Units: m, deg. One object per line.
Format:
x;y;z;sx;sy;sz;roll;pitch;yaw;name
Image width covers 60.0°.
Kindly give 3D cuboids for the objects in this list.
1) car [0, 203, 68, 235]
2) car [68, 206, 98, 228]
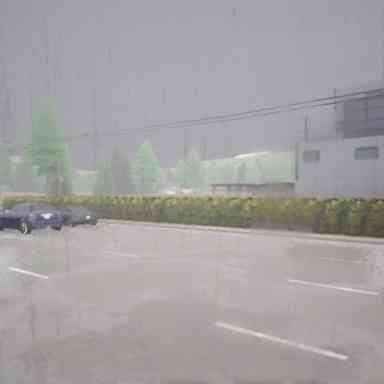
-9.775;1.423;19.738;4.553;1.767;2.097;0;0;36;car
-8.464;1.645;23.110;4.181;1.385;1.994;0;0;36;car
